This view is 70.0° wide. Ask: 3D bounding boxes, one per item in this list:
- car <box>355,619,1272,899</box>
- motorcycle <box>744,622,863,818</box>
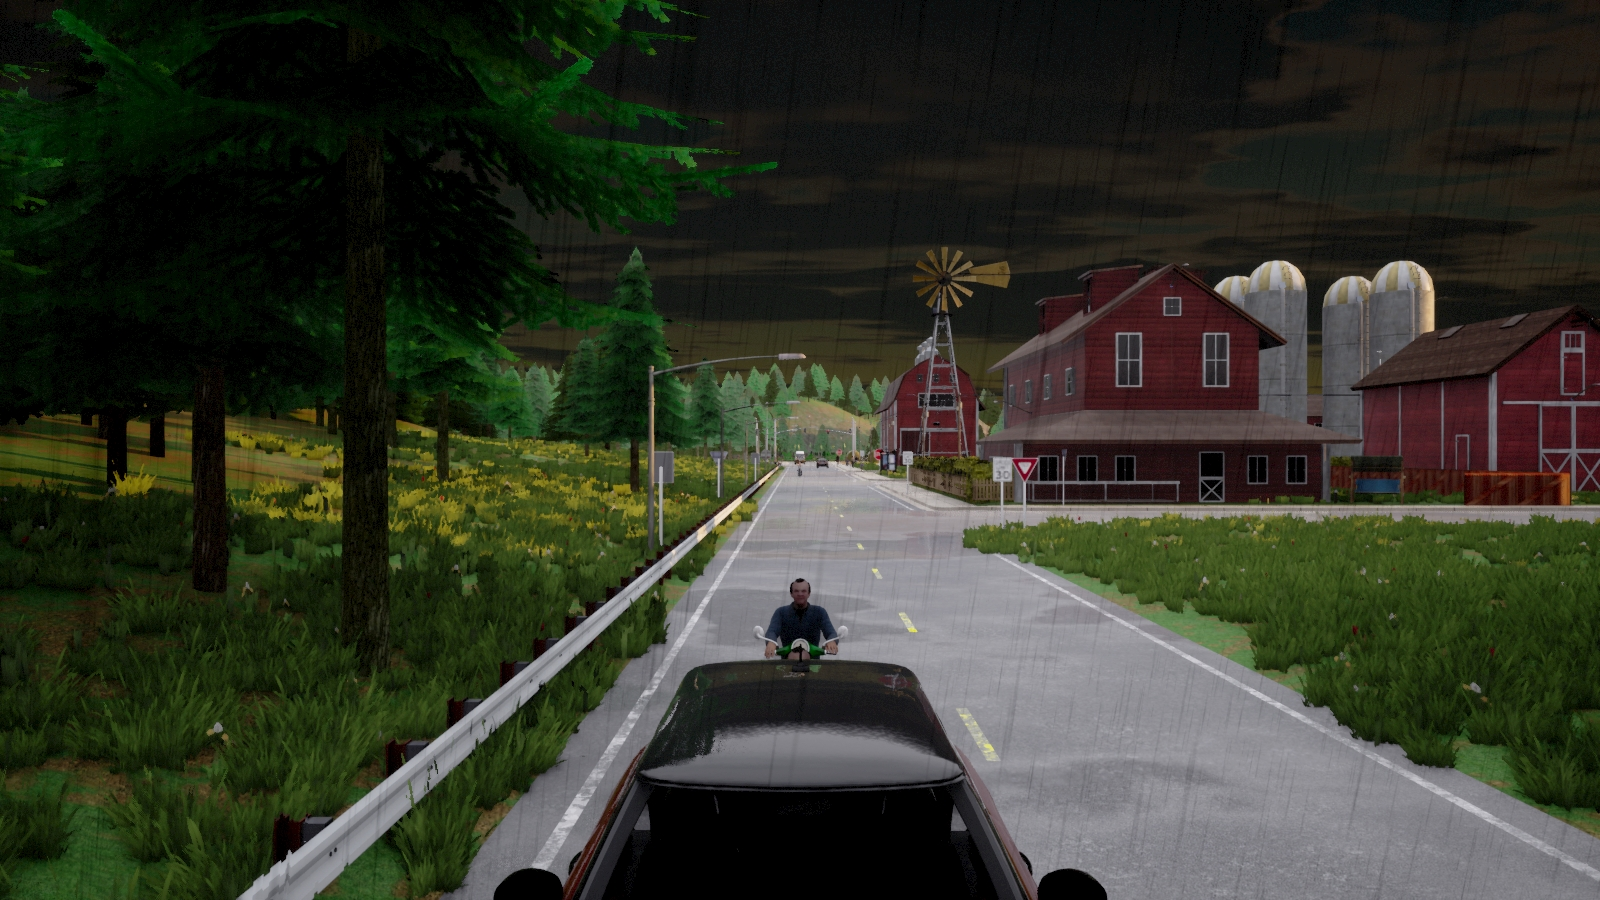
[{"bbox_3d":[0.032,1.899,4.503,2.097,1.767,4.553,0,0,0],"label":"car"},{"bbox_3d":[0.027,2.229,9.842,0.867,1.251,2.209,-2,-3,0],"label":"motorcycle"}]
